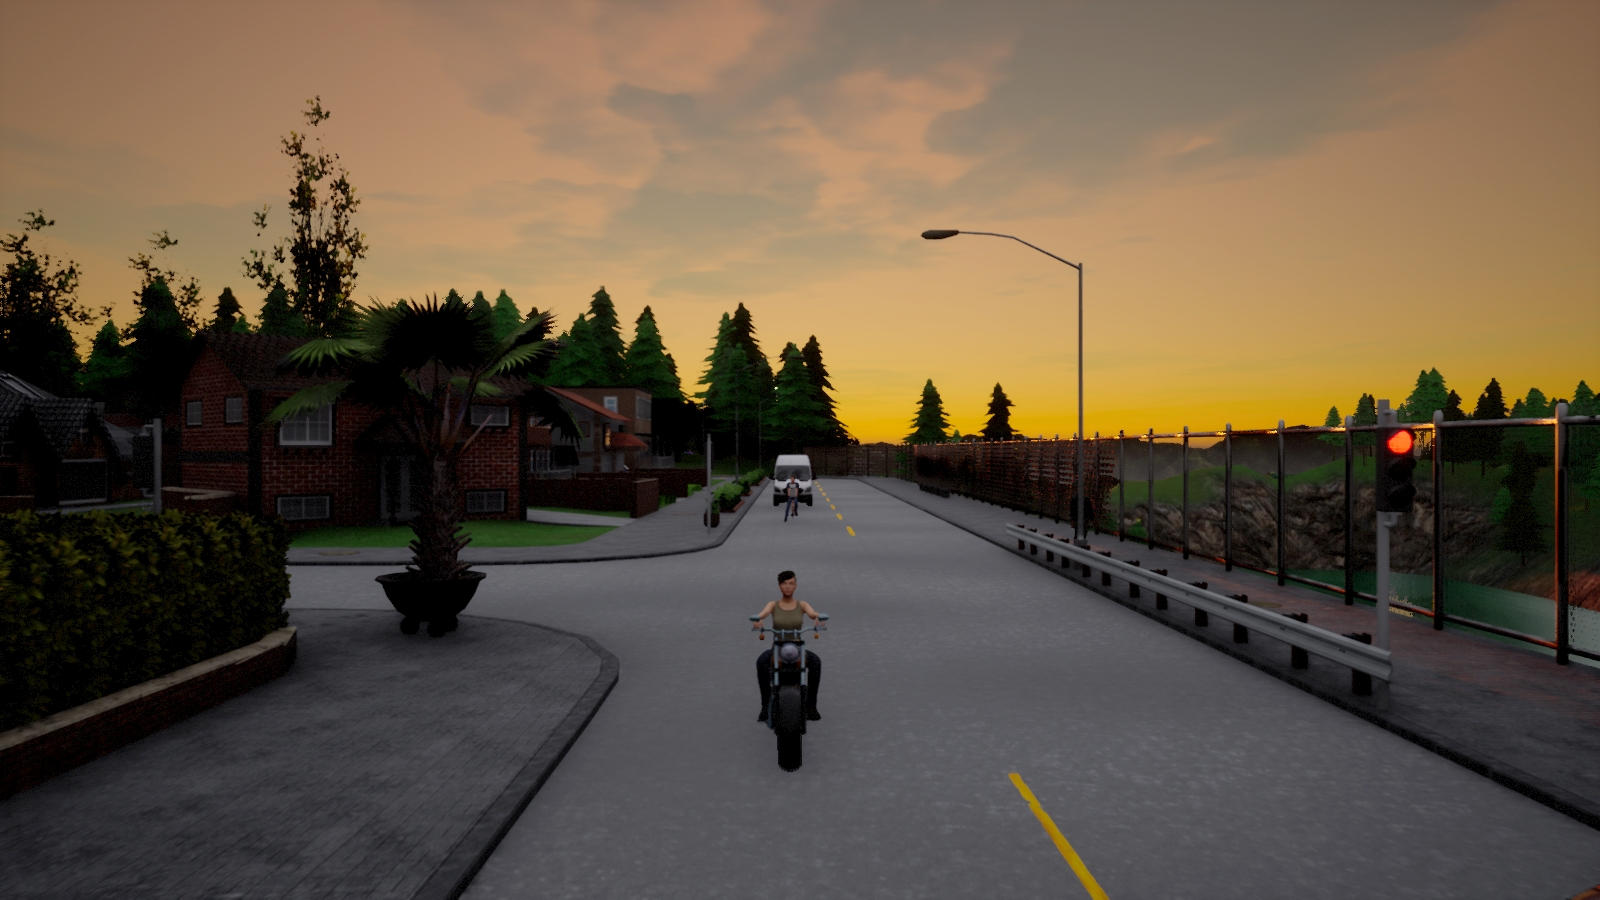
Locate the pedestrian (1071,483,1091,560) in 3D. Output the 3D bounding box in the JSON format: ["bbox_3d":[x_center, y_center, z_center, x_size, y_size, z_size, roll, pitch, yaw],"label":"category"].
[{"bbox_3d":[6.850,1.745,27.868,0.375,1.860,0.375,0,0,-1],"label":"pedestrian"}]

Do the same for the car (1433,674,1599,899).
[{"bbox_3d":[3.950,1.906,2.932,2.097,1.767,4.553,0,0,0],"label":"car"}]

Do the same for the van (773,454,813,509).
[{"bbox_3d":[-0.352,1.529,58.562,1.988,2.561,5.915,0,1,0],"label":"van"}]

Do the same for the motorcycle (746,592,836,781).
[{"bbox_3d":[-0.108,2.154,10.875,0.764,1.307,2.356,0,0,-2],"label":"motorcycle"}]
